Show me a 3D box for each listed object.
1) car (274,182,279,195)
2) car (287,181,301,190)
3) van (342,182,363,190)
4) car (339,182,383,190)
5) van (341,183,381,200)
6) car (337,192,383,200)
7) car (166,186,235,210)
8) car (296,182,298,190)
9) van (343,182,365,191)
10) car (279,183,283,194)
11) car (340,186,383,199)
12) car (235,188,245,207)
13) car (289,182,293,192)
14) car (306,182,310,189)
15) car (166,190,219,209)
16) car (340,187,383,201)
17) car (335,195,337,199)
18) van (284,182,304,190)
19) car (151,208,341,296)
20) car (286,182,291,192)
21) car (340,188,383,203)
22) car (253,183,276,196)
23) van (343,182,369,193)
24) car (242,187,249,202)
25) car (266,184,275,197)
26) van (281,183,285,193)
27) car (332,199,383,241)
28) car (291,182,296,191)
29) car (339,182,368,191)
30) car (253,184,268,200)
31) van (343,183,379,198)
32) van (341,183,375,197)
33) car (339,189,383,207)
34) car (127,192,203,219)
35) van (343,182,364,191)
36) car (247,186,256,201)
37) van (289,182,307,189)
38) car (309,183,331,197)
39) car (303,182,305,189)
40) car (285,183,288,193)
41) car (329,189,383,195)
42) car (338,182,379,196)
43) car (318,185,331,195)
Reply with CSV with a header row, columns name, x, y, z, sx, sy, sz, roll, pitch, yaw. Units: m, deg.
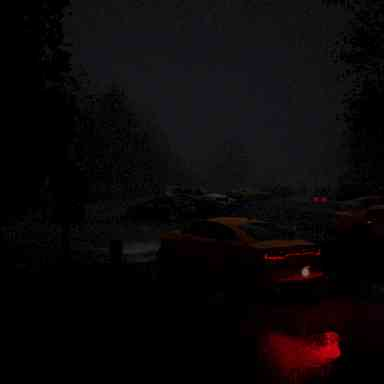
name,x,y,z,sx,sy,sz,roll,pitch,yaw
car,9.461,-0.227,47.342,4.553,1.767,2.185,1,2,24
car,19.572,-0.920,70.179,5.366,1.575,1.946,1,2,24
van,38.416,-1.475,79.897,4.442,1.987,1.878,1,2,24
car,15.635,0.387,29.290,5.566,2.045,2.435,1,3,24
van,21.216,-0.120,41.931,4.442,1.987,1.878,1,2,24
car,9.974,1.077,16.804,4.553,1.767,2.185,1,3,24
car,0.297,0.523,27.133,5.566,2.045,2.435,1,3,24
car,17.456,-0.733,65.045,4.892,1.521,2.231,1,2,24
van,36.339,-1.292,74.750,4.442,1.987,1.878,1,2,24
car,10.603,-0.164,49.873,4.792,1.488,2.163,1,2,24
car,22.469,0.014,44.429,5.008,1.535,2.097,1,2,24
car,1.586,0.659,29.605,5.366,1.575,1.946,1,3,24
car,15.132,-0.525,60.007,4.792,1.488,2.163,1,2,24
car,26.640,-1.705,85.245,5.566,2.045,2.435,1,2,24
car,-0.869,0.887,24.627,5.008,1.535,2.097,1,3,24
car,20.205,0.232,39.379,4.792,1.488,2.163,1,2,24
car,11.011,1.123,19.243,4.792,1.488,2.163,1,3,24
van,25.363,-1.592,82.779,4.442,1.987,1.878,1,2,24
car,0.905,1.379,8.522,1.882,1.535,5.008,2,-1,-31
car,13.987,-0.435,57.479,4.792,1.488,2.163,1,2,24
car,19.116,0.330,36.977,4.792,1.488,2.163,1,3,24
car,8.280,-0.004,44.832,4.892,1.521,2.231,1,3,24
van,31.766,-0.932,64.663,4.442,1.987,1.878,1,2,24
car,2.568,0.546,32.206,4.892,1.521,2.231,1,3,24
car,7.312,0.097,42.234,5.366,1.575,1.946,1,3,24
van,11.829,-0.508,52.356,4.442,1.987,1.878,1,2,24
car,8.798,1.316,14.303,5.008,1.535,2.097,1,3,24
car,16.136,-0.650,62.597,5.366,1.575,1.946,1,2,24
car,35.063,-1.230,72.287,5.566,2.045,2.435,1,2,24
car,5.880,0.194,39.973,5.366,1.575,1.946,1,3,24
van,23.713,-0.300,46.896,4.442,1.987,1.878,1,2,24
van,24.644,-0.393,49.514,4.442,1.987,1.878,1,2,24
car,16.726,0.553,31.845,4.792,1.488,2.163,1,3,24
car,-2.046,1.031,22.116,4.792,1.488,2.163,1,3,24
van,37.430,-1.377,77.158,4.442,1.987,1.878,1,2,24
car,3.539,0.425,34.810,5.366,1.575,1.946,1,3,24
van,28.792,-1.787,90.348,4.442,1.987,1.878,1,1,24
car,18.362,-0.083,47.346,2.128,1.511,4.902,1,2,24
car,23.173,-1.184,77.687,5.008,1.535,2.097,1,2,24
car,12.841,-0.345,54.952,4.792,1.488,2.163,1,2,24
car,13.155,0.860,24.348,5.366,1.575,1.946,1,3,24
car,25.867,-0.507,51.998,5.566,2.045,2.435,1,2,24
car,22.611,-0.431,56.719,1.882,1.535,5.008,1,2,24
